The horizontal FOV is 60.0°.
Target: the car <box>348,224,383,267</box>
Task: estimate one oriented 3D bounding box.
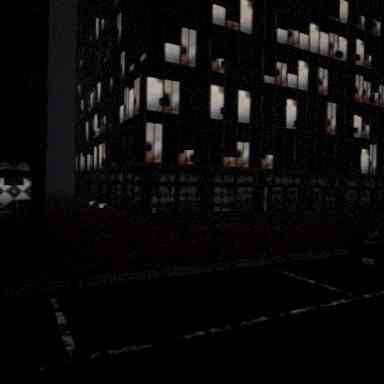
[{"bbox_3d":[6.562,1.449,9.748,4.313,1.339,1.947,0,2,-28],"label":"car"}]
